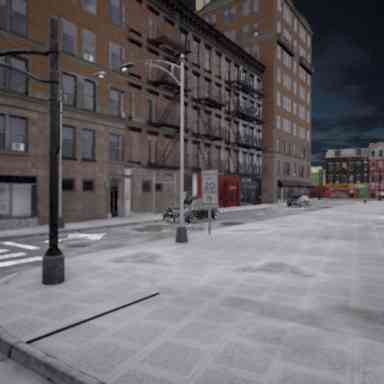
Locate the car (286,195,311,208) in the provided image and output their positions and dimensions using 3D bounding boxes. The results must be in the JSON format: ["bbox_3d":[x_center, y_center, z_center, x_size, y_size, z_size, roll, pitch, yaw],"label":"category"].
[{"bbox_3d":[13.382,1.155,41.592,1.837,1.490,4.892,0,0,36],"label":"car"}]

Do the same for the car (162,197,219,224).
[{"bbox_3d":[-0.006,1.153,23.051,2.097,1.767,4.553,0,1,36],"label":"car"}]
